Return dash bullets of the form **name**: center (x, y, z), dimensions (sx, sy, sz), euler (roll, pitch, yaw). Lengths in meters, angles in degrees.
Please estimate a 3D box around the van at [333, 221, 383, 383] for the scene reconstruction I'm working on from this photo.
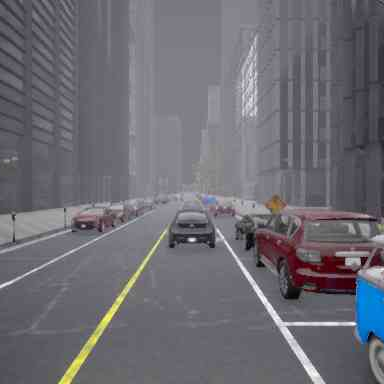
- **van**: center (2.858, 1.341, 2.650), dimensions (1.690, 1.788, 3.998), euler (0, 0, 0)

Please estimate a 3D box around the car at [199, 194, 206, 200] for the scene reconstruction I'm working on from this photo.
- **car**: center (2.859, 1.261, 92.890), dimensions (1.967, 1.590, 4.097), euler (0, 0, 0)

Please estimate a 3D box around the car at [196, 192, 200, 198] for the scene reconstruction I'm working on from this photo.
- **car**: center (2.859, 1.273, 87.251), dimensions (1.967, 1.590, 4.097), euler (0, 0, 0)

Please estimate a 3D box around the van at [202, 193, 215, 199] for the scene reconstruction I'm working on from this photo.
- **van**: center (2.860, 1.275, 53.410), dimensions (1.690, 1.788, 3.998), euler (0, 0, 0)

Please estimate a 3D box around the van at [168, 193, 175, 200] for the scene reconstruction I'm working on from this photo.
- **van**: center (-5.666, 1.162, 92.905), dimensions (1.690, 1.788, 3.998), euler (0, 0, 0)

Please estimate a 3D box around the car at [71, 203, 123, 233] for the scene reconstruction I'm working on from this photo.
- **car**: center (-5.667, 1.528, 19.596), dimensions (1.887, 1.381, 4.507), euler (0, 0, 0)

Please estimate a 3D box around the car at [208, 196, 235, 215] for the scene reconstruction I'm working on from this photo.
- **car**: center (2.859, 1.411, 30.850), dimensions (1.967, 1.590, 4.097), euler (0, 0, 0)

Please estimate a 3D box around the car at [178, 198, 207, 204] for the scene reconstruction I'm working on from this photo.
- **car**: center (0.000, 1.536, 29.650), dimensions (2.033, 1.411, 5.357), euler (0, 0, 0)

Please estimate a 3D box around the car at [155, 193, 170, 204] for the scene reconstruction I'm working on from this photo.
- **car**: center (-5.666, 1.234, 59.072), dimensions (2.192, 1.841, 5.009), euler (0, 0, 0)

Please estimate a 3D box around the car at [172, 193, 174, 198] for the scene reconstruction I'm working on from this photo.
- **car**: center (-5.667, 1.392, 75.781), dimensions (1.752, 1.417, 4.829), euler (0, 0, 1)

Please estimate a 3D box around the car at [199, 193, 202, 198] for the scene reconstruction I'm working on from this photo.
- **car**: center (2.867, 1.408, 70.535), dimensions (1.752, 1.417, 4.829), euler (0, 0, 1)

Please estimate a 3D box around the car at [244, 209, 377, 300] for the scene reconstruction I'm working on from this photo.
- **car**: center (2.858, 1.311, 8.291), dimensions (2.192, 1.841, 5.009), euler (0, 0, 0)

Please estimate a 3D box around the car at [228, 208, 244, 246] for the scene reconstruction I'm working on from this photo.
- **car**: center (2.858, 1.555, 13.931), dimensions (1.947, 1.339, 4.313), euler (0, 0, 0)

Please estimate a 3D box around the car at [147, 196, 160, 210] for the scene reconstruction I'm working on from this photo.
- **car**: center (-5.667, 1.507, 42.154), dimensions (2.008, 1.369, 4.403), euler (0, 0, 0)

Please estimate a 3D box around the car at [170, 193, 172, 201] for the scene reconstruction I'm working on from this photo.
- **car**: center (-5.666, 1.218, 64.712), dimensions (2.192, 1.841, 5.009), euler (0, 0, 0)

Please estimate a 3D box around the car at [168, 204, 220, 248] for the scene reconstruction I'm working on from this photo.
- **car**: center (0.000, 1.506, 14.649), dimensions (1.837, 1.490, 4.892), euler (0, 0, 0)

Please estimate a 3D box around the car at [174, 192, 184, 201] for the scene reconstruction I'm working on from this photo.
- **car**: center (-3.000, 1.387, 75.943), dimensions (1.812, 1.442, 4.674), euler (0, 0, 0)

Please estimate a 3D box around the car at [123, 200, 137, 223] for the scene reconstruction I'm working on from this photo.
- **car**: center (-5.667, 1.559, 25.236), dimensions (1.802, 1.307, 4.206), euler (0, 0, 0)

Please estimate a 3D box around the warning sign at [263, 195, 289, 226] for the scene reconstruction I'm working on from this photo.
- **warning sign**: center (5.067, 1.098, 20.195), dimensions (1.300, 1.860, 1.060), euler (0, 0, 0)

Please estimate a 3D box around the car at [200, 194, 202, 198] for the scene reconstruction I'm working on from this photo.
- **car**: center (2.860, 1.444, 59.222), dimensions (1.752, 1.417, 4.829), euler (0, 0, 0)

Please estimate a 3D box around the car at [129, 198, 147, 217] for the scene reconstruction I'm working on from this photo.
- **car**: center (-5.667, 1.411, 30.875), dimensions (1.967, 1.590, 4.097), euler (0, 0, 0)
